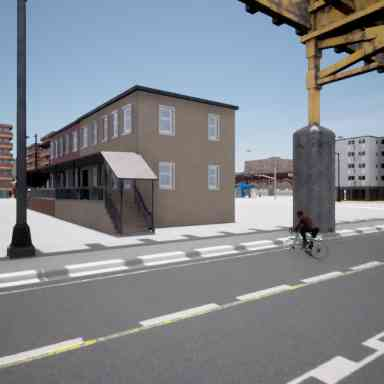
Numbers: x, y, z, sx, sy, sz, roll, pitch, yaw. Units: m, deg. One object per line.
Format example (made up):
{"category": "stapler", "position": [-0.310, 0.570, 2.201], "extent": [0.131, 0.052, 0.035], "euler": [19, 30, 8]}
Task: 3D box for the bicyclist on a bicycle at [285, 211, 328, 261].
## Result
{"category": "bicyclist on a bicycle", "position": [3.796, 1.455, 11.172], "extent": [0.582, 1.620, 1.656], "euler": [0, -2, -36]}
